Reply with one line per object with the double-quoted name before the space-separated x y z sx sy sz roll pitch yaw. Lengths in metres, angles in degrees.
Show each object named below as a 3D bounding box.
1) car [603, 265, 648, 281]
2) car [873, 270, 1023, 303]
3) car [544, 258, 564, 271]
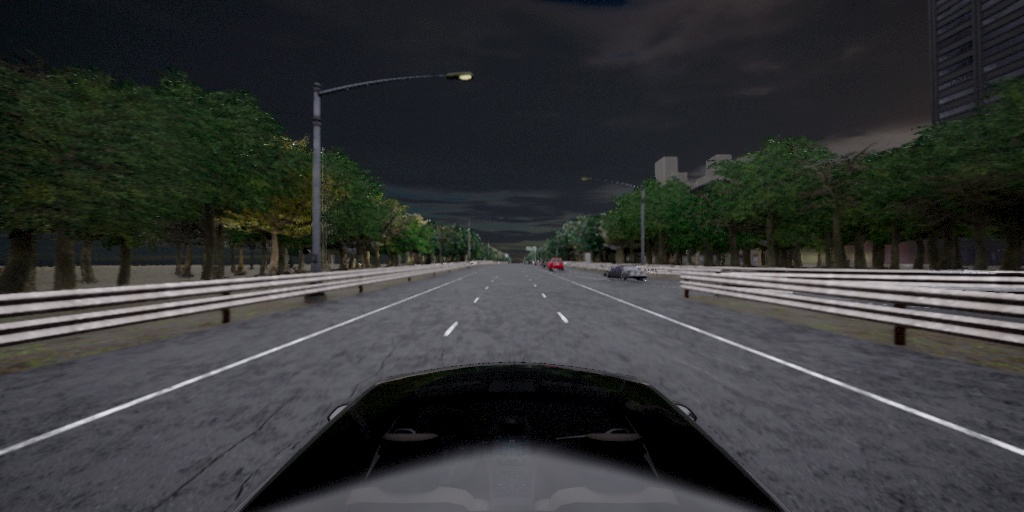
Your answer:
"car" 10.510 1.570 33.607 2.033 1.411 5.357 0 0 -12
"car" 17.818 1.295 14.787 1.812 1.442 4.674 0 -2 -25
"car" 7.025 1.367 58.129 2.150 2.045 5.566 0 0 0
